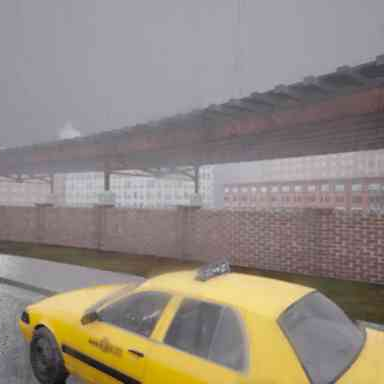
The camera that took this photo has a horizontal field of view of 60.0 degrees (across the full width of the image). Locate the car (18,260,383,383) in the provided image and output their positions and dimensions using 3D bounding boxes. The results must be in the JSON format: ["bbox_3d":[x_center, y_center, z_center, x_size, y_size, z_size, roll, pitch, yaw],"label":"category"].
[{"bbox_3d":[-0.009,1.552,3.731,5.366,1.575,1.801,-1,-2,38],"label":"car"}]
